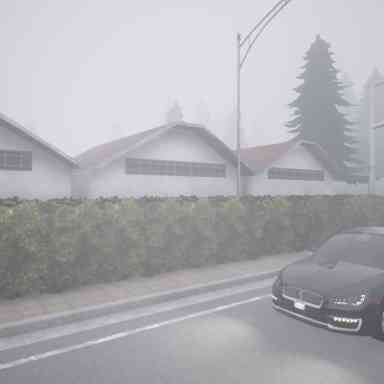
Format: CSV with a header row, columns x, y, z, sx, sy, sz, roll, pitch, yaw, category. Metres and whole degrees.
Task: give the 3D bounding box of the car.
x,y,z,sx,sy,sz,roll,pitch,yaw,category
3.654,1.504,6.561,4.892,1.490,1.837,0,0,-35,car
